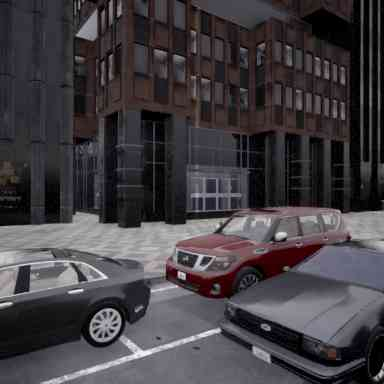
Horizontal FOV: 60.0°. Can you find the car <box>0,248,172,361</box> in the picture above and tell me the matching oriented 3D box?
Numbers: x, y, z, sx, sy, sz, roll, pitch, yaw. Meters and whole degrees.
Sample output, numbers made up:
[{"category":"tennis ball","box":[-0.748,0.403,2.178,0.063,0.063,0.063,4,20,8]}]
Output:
[{"category":"car","box":[-2.722,1.551,4.705,4.403,1.369,2.008,0,0,-35]}]

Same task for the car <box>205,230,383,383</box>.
[{"category":"car","box":[2.995,1.548,5.510,5.357,1.411,2.033,0,0,-35]}]

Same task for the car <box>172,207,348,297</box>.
[{"category":"car","box":[1.846,1.315,7.961,5.009,1.841,2.192,0,0,-35]}]
